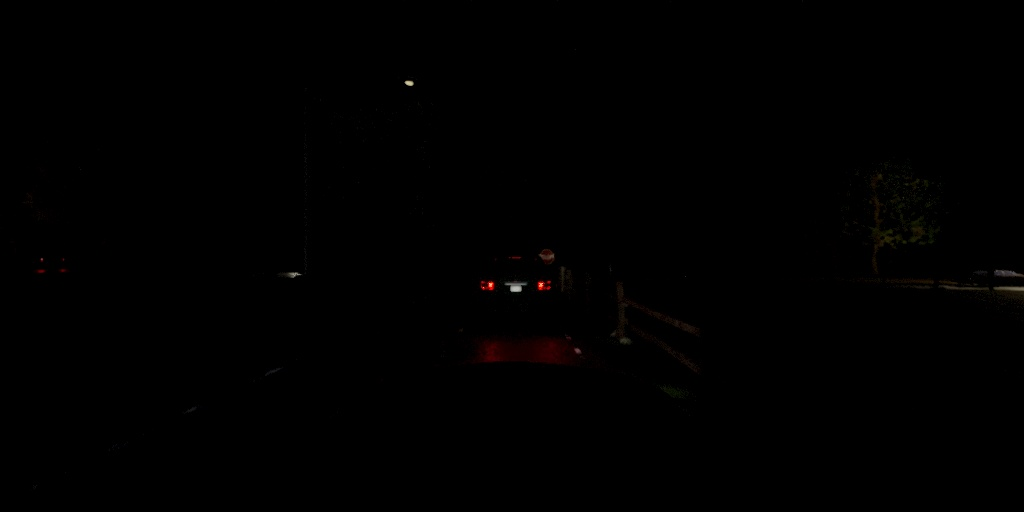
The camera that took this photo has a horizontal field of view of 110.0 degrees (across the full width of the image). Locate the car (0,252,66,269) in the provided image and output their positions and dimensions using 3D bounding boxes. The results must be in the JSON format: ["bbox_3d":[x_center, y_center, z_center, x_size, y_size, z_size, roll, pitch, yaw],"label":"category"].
[{"bbox_3d":[-46.637,0.345,34.918,4.553,1.767,2.097,1,0,3],"label":"car"}]

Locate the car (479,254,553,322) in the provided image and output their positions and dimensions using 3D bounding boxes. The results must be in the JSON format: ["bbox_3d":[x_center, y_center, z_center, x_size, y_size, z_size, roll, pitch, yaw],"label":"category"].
[{"bbox_3d":[0.108,0.960,12.328,2.150,2.045,5.566,0,0,0],"label":"car"}]

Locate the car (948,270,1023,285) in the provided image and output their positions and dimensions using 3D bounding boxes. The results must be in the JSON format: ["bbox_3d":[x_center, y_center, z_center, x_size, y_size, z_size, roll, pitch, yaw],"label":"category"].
[{"bbox_3d":[41.700,1.890,31.209,5.357,1.411,2.033,1,0,3],"label":"car"}]

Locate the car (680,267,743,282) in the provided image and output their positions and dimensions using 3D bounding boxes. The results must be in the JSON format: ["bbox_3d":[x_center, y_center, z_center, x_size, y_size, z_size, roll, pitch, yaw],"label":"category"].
[{"bbox_3d":[17.829,1.594,32.249,4.718,1.301,1.895,1,0,2],"label":"car"}]

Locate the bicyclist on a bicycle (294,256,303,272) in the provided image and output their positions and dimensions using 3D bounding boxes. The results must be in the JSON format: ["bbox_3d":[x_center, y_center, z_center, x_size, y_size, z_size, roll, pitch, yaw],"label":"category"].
[{"bbox_3d":[-21.968,0.832,36.960,0.582,1.620,1.656,1,0,2],"label":"bicyclist on a bicycle"}]
